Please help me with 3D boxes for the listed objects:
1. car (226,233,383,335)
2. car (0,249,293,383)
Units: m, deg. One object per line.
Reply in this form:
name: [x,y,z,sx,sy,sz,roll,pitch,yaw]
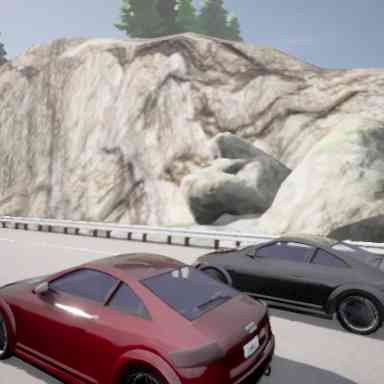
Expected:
car: [1.969,1.551,6.734,4.181,1.385,1.994,0,0,35]
car: [-1.039,1.559,4.560,4.181,1.385,1.994,0,0,34]
